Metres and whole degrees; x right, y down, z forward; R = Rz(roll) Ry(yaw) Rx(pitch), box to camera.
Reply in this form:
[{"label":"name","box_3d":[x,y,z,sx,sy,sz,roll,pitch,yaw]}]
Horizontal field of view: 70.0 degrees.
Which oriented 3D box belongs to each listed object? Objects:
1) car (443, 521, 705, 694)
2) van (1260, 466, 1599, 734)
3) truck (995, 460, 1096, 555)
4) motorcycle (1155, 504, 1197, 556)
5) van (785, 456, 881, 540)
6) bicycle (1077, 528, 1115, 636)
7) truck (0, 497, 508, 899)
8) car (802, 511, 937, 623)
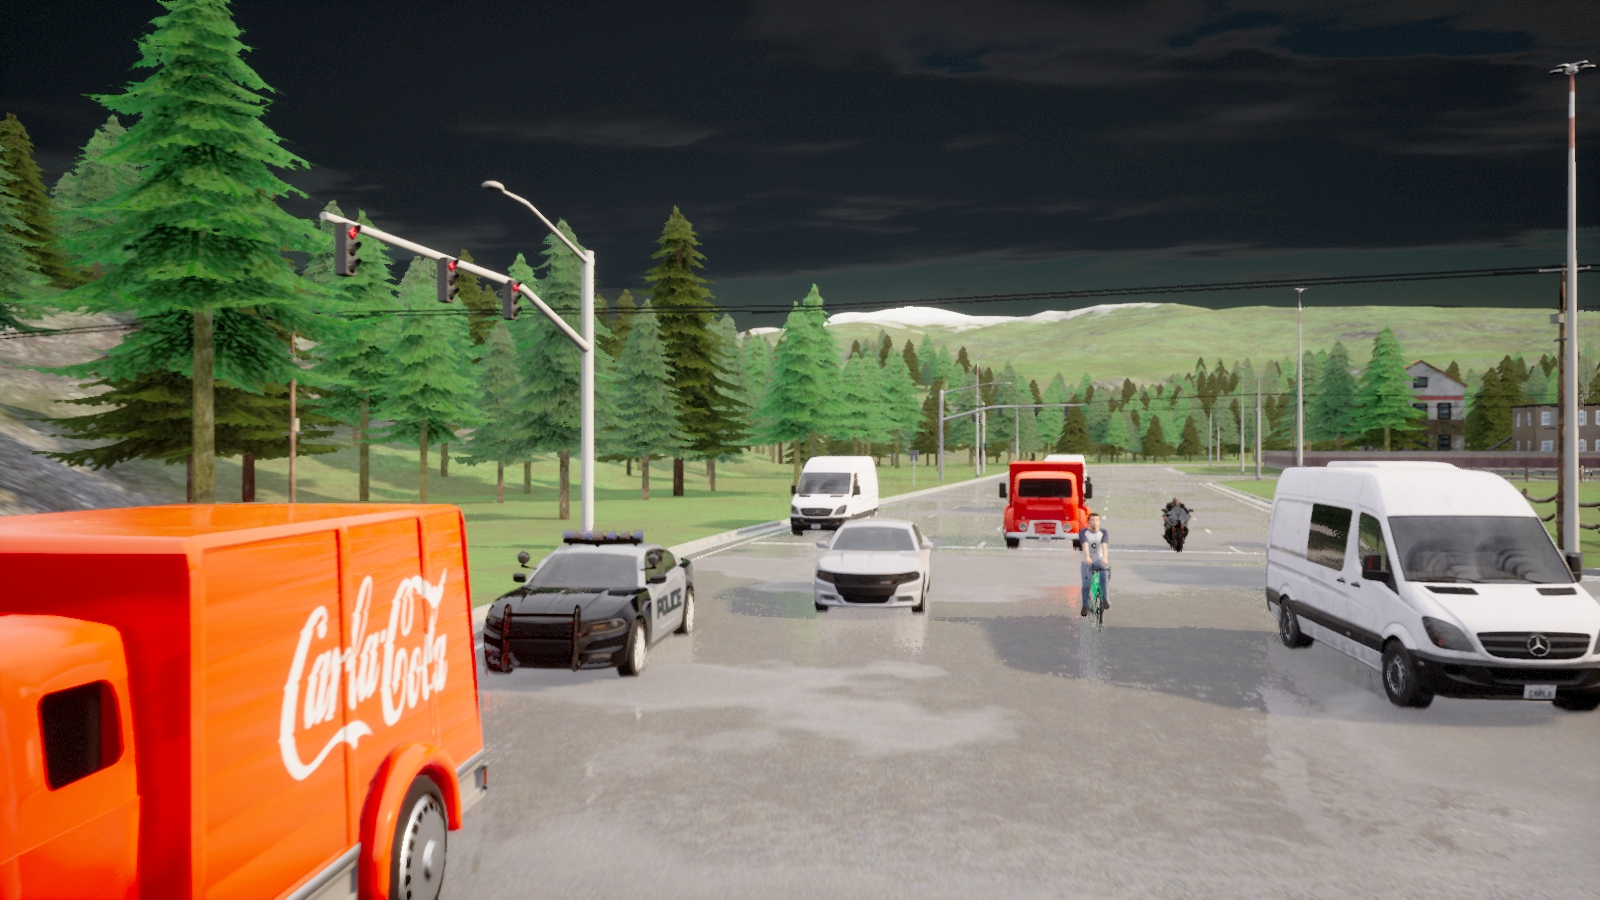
[{"label":"car","box_3d":[-2.836,1.972,15.796,2.097,1.638,5.238,0,0,6]},{"label":"van","box_3d":[7.664,1.525,14.265,1.988,2.561,5.915,0,0,6]},{"label":"truck","box_3d":[7.153,1.550,33.190,2.627,2.467,5.204,0,0,13]},{"label":"motorcycle","box_3d":[10.388,2.186,31.611,0.867,1.251,2.209,0,0,12]},{"label":"van","box_3d":[1.224,1.511,38.511,1.988,2.561,5.915,0,0,14]},{"label":"bicycle","box_3d":[4.646,2.044,17.984,0.373,1.496,1.643,0,0,8]},{"label":"truck","box_3d":[-3.426,1.563,5.366,2.627,2.467,5.204,0,0,2]},{"label":"car","box_3d":[1.419,2.021,21.020,2.097,1.535,5.006,0,0,8]}]
